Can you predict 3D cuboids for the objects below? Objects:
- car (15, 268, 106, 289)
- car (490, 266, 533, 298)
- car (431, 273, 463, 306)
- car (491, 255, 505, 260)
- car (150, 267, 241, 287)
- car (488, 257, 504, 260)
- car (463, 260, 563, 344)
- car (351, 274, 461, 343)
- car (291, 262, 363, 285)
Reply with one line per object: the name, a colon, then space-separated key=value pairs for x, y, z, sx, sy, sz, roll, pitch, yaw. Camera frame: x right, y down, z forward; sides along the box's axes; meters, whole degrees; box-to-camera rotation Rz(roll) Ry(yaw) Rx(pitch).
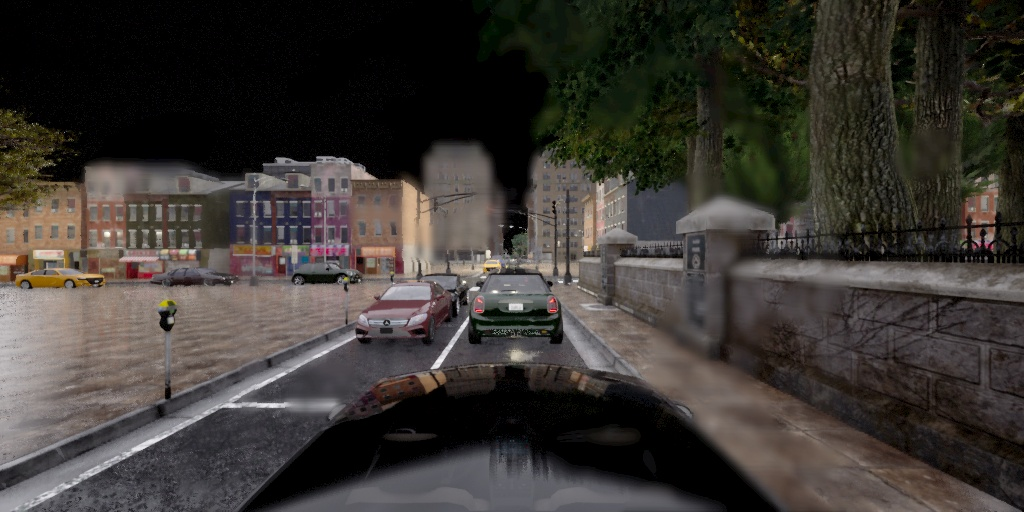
car: x=-32.791 y=1.625 z=26.135 sx=5.008 sy=1.535 sz=1.882 roll=-1 pitch=0 yaw=0
car: x=-0.144 y=1.313 z=19.184 sx=1.994 sy=1.385 sz=4.181 roll=0 pitch=0 yaw=-5
car: x=-2.638 y=1.315 z=13.288 sx=1.948 sy=1.339 sz=4.313 roll=0 pitch=0 yaw=0
car: x=-2.288 y=0.950 z=54.107 sx=2.150 sy=2.045 sz=5.566 roll=0 pitch=1 yaw=1
car: x=-23.035 y=1.545 z=26.157 sx=5.357 sy=1.411 sz=2.033 roll=-1 pitch=0 yaw=0
car: x=-2.277 y=1.218 z=41.554 sx=1.882 sy=1.535 sz=5.008 roll=0 pitch=0 yaw=1
car: x=0.073 y=1.101 z=9.740 sx=2.097 sy=1.767 sz=4.553 roll=0 pitch=0 yaw=0
car: x=-2.638 y=1.331 z=9.625 sx=1.802 sy=1.307 sz=4.207 roll=0 pitch=0 yaw=0
car: x=-13.391 y=1.230 z=26.196 sx=4.553 sy=1.767 sz=2.097 roll=-1 pitch=0 yaw=0
